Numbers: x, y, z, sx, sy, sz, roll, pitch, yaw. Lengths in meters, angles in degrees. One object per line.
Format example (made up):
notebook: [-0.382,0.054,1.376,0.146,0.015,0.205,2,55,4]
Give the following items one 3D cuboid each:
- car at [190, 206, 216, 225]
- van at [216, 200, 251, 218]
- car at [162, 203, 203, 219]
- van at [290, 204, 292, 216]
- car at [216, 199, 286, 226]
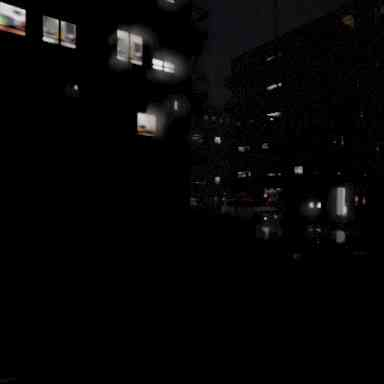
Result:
car: [1.261,2.002,28.326,1.802,1.307,4.206,-1,0,-36]
van: [4.665,1.864,37.768,1.690,1.788,3.998,-1,0,-36]
car: [-1.123,2.005,35.880,1.882,1.535,5.008,0,-1,-36]
van: [7.991,1.791,33.260,1.690,1.788,3.998,-1,0,-36]
car: [4.824,1.618,27.821,2.150,2.045,5.566,0,-1,-36]
